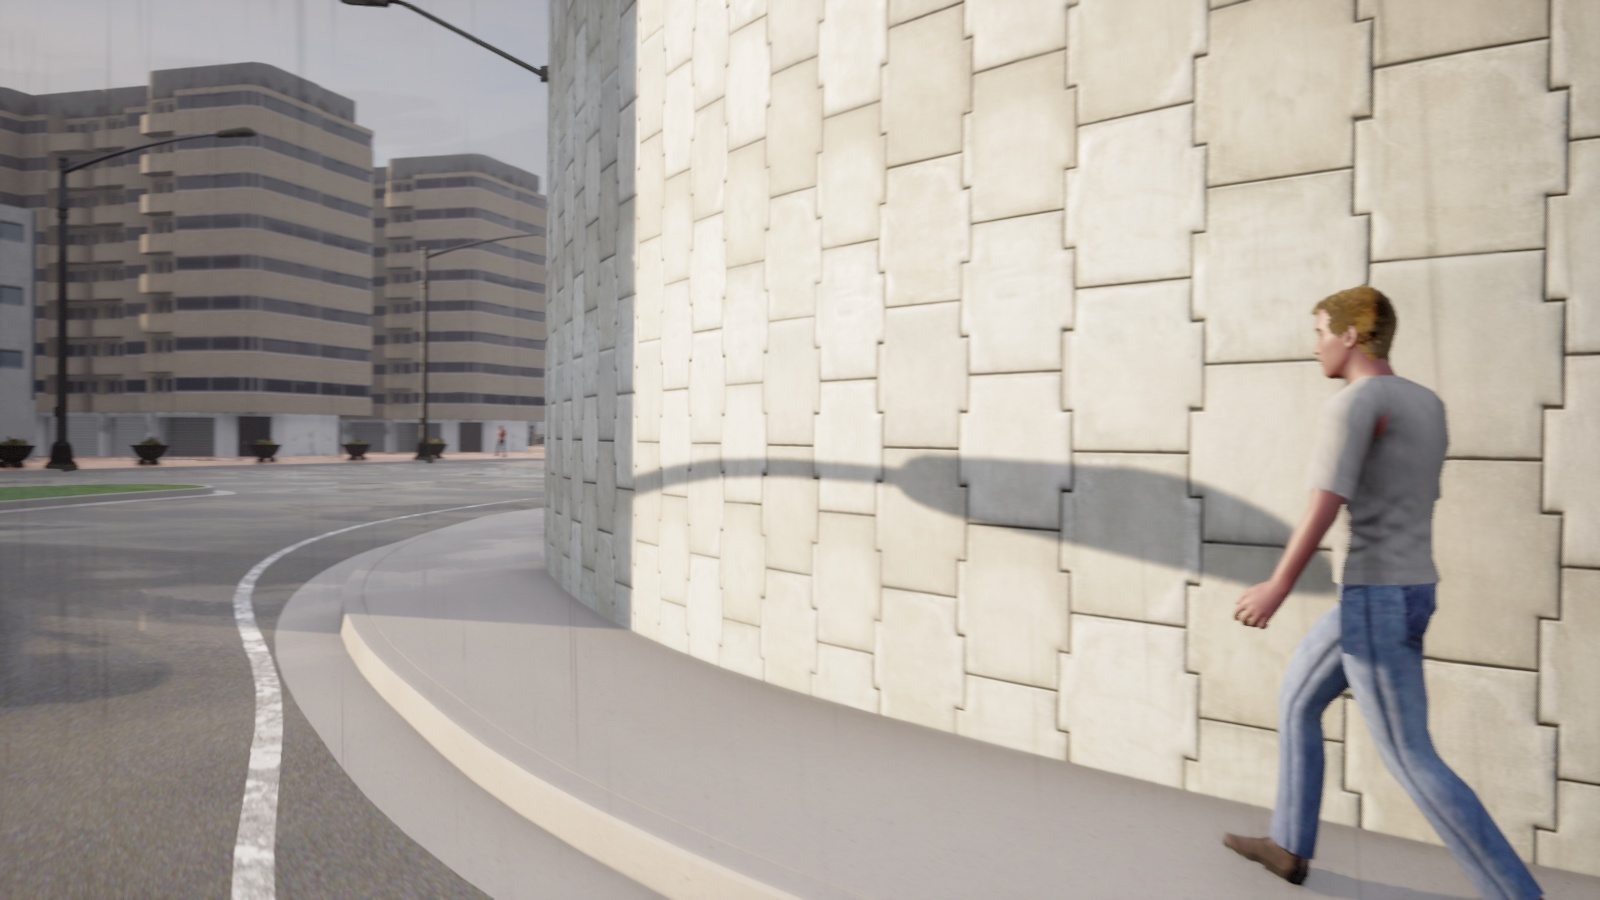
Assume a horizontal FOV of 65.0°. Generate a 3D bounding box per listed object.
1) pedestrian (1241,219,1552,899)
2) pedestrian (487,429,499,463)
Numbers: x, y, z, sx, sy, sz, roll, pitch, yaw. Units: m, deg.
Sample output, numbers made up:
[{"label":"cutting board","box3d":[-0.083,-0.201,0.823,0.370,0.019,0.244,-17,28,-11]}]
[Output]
[{"label":"pedestrian","box3d":[1.655,0.340,3.515,0.354,1.836,0.706,-1,1,-44]},{"label":"pedestrian","box3d":[-16.669,-0.228,68.156,0.331,1.846,0.636,0,1,16]}]
